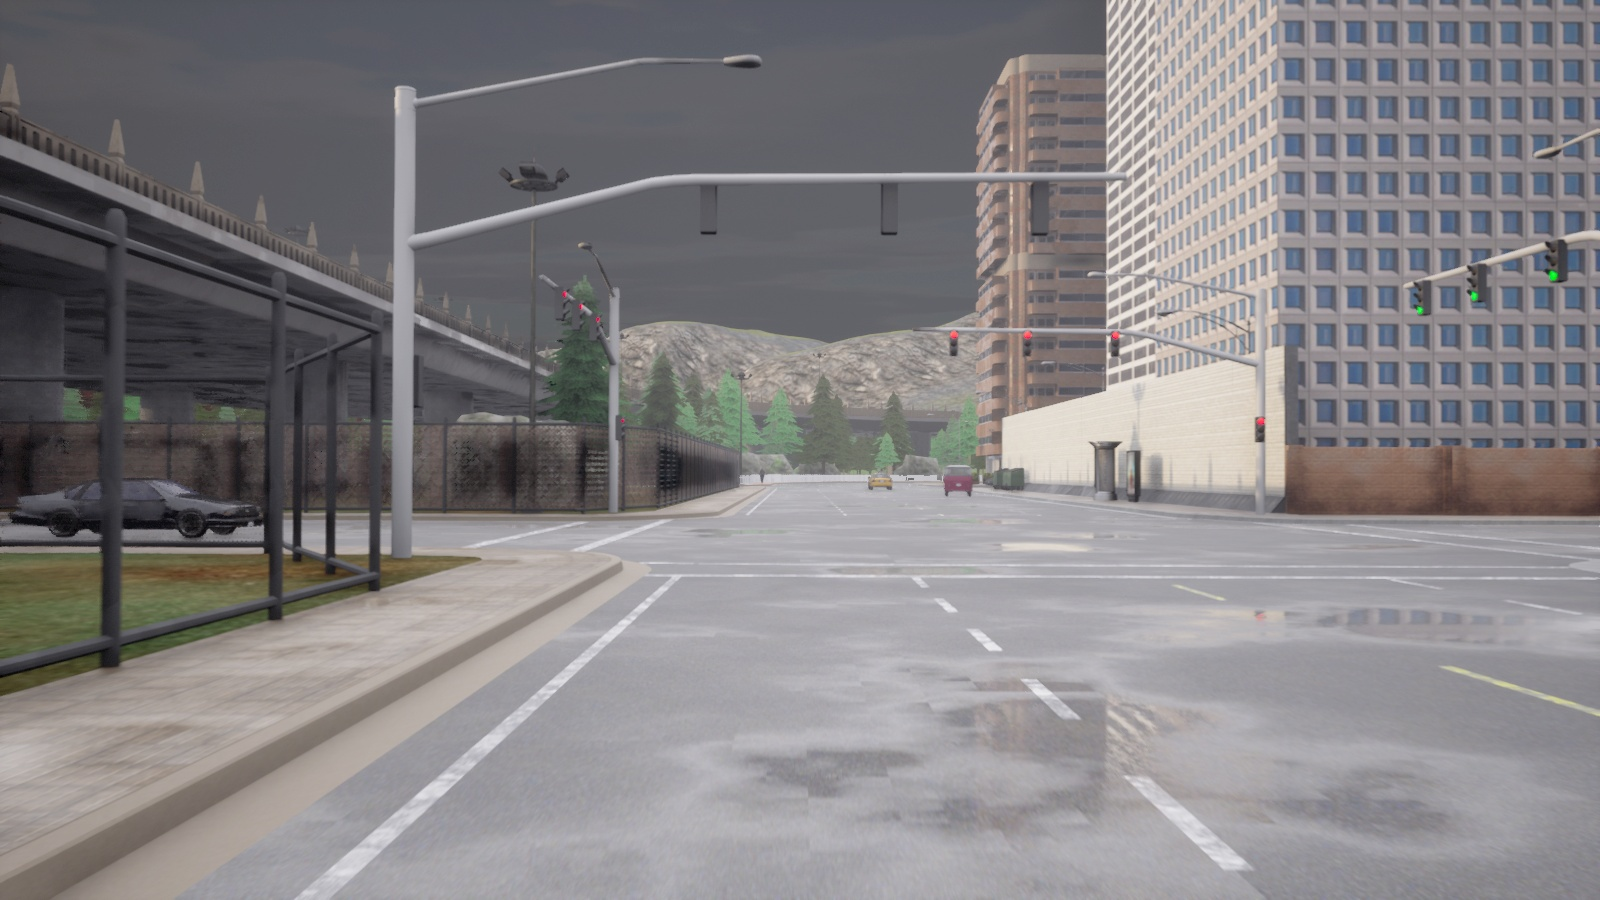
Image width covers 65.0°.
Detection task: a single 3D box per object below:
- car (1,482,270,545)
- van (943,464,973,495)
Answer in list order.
[{"bbox_3d":[-15.777,1.483,30.024,5.357,1.411,2.033,0,-1,0],"label":"car"},{"bbox_3d":[10.160,1.882,80.965,1.775,1.987,4.442,0,-1,5],"label":"van"}]
